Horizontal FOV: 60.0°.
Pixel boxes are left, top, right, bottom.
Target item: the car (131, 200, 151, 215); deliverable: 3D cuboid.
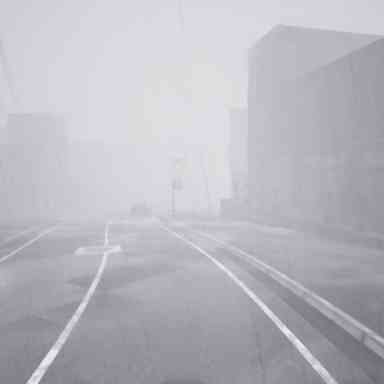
[{"bbox_3d":[-5.432,1.626,35.689,1.812,1.442,4.674,-1,0,-2],"label":"car"}]
